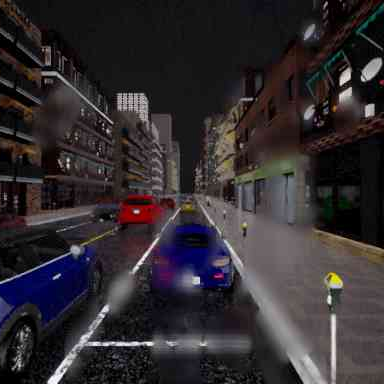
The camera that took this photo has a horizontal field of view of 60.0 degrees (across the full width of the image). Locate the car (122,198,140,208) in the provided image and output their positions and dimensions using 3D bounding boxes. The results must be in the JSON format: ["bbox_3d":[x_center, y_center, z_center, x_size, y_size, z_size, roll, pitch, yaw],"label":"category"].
[{"bbox_3d":[-8.834,1.543,48.430,1.887,1.381,4.507,0,0,0],"label":"car"}]

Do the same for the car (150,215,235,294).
[{"bbox_3d":[0.004,1.526,8.649,1.812,1.442,4.674,0,0,0],"label":"car"}]

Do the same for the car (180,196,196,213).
[{"bbox_3d":[-0.454,1.525,37.323,1.752,1.417,4.829,0,0,0],"label":"car"}]

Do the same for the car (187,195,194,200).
[{"bbox_3d":[-0.452,1.513,93.685,1.752,1.417,4.829,0,0,0],"label":"car"}]

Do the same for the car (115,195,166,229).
[{"bbox_3d":[-3.147,1.223,21.546,2.150,2.045,5.566,0,0,0],"label":"car"}]

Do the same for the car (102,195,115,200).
[{"bbox_3d":[-8.833,1.314,37.157,2.192,1.841,5.009,0,0,0],"label":"car"}]

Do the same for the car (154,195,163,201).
[{"bbox_3d":[-8.834,1.541,87.882,2.008,1.369,4.403,0,0,0],"label":"car"}]

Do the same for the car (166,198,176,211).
[{"bbox_3d":[-3.044,1.476,40.830,1.882,1.535,5.008,0,0,0],"label":"car"}]

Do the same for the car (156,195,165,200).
[{"bbox_3d":[-8.834,1.539,93.519,2.008,1.369,4.403,0,0,0],"label":"car"}]

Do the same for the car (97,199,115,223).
[{"bbox_3d":[-6.245,1.548,25.617,2.033,1.411,5.357,0,0,0],"label":"car"}]

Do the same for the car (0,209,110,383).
[{"bbox_3d":[-3.047,1.352,5.580,2.097,1.767,4.553,0,0,0],"label":"car"}]

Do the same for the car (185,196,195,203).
[{"bbox_3d":[-0.453,1.545,70.970,2.008,1.369,4.403,0,0,0],"label":"car"}]

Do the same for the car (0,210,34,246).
[{"bbox_3d":[-8.835,1.583,14.612,1.802,1.307,4.206,0,0,0],"label":"car"}]

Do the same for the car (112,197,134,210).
[{"bbox_3d":[-8.834,1.439,42.793,1.967,1.590,4.097,0,0,0],"label":"car"}]
